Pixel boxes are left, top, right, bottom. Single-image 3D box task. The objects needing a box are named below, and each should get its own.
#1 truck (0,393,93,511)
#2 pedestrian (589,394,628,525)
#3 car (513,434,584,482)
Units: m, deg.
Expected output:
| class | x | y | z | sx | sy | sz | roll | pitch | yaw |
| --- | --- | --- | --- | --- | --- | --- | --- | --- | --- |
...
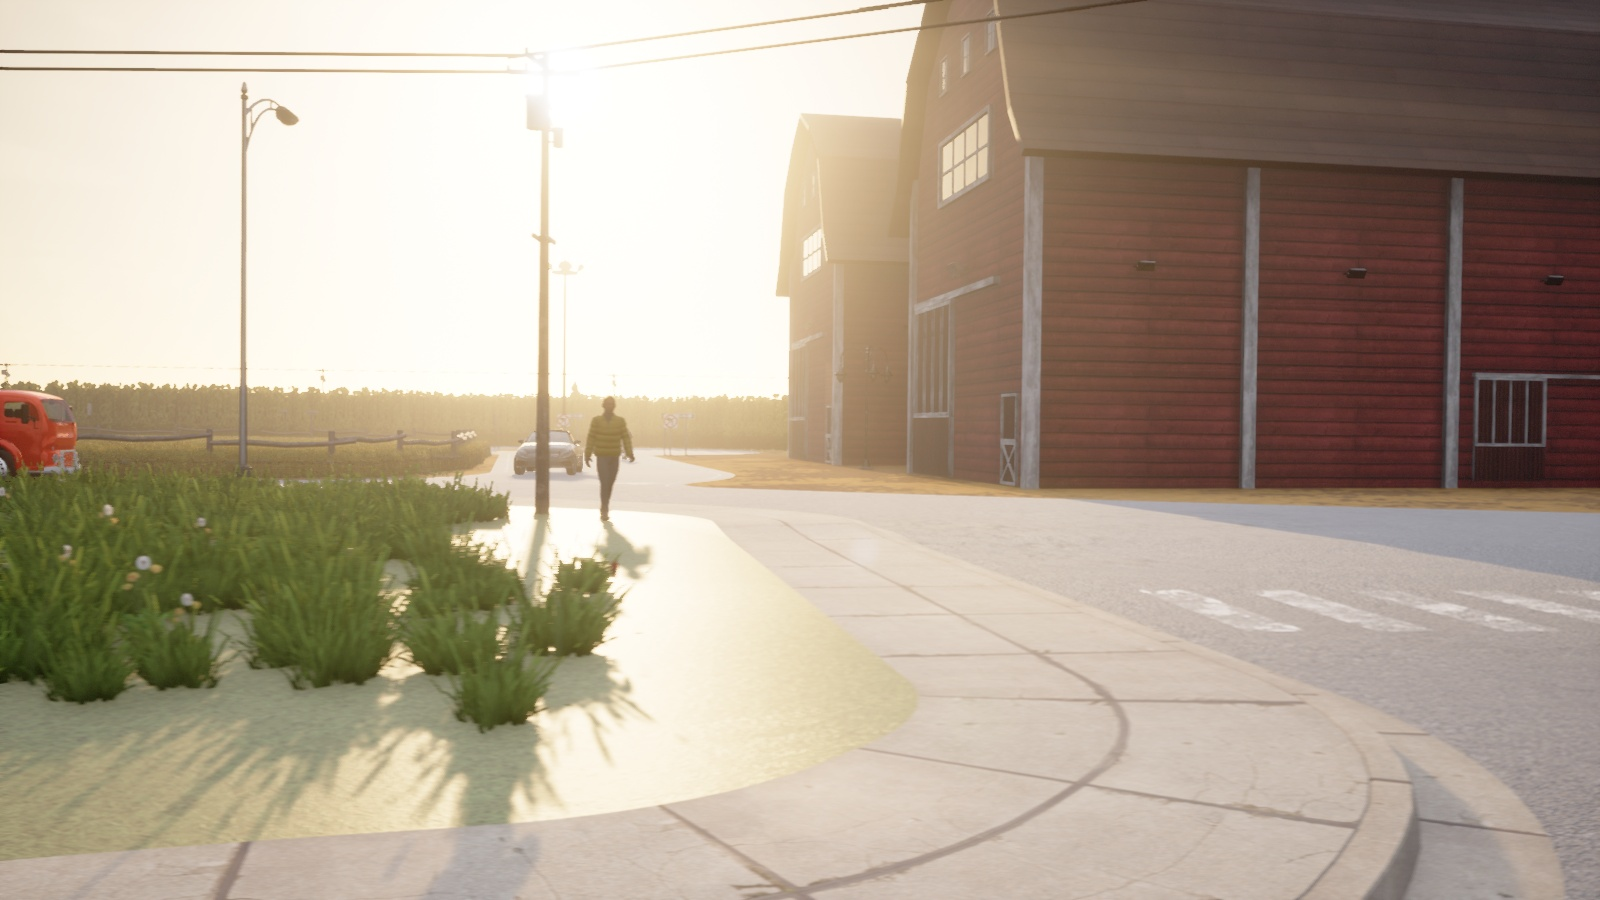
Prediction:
| class | x | y | z | sx | sy | sz | roll | pitch | yaw |
| --- | --- | --- | --- | --- | --- | --- | --- | --- | --- |
| truck | -18.721 | 0.040 | 27.319 | 5.204 | 2.467 | 2.627 | -1 | 1 | -10 |
| pedestrian | -2.756 | 0.133 | 18.027 | 0.431 | 1.840 | 0.709 | -1 | 1 | -16 |
| car | -8.106 | 0.213 | 40.851 | 1.812 | 1.442 | 4.674 | -1 | 1 | -6 |
